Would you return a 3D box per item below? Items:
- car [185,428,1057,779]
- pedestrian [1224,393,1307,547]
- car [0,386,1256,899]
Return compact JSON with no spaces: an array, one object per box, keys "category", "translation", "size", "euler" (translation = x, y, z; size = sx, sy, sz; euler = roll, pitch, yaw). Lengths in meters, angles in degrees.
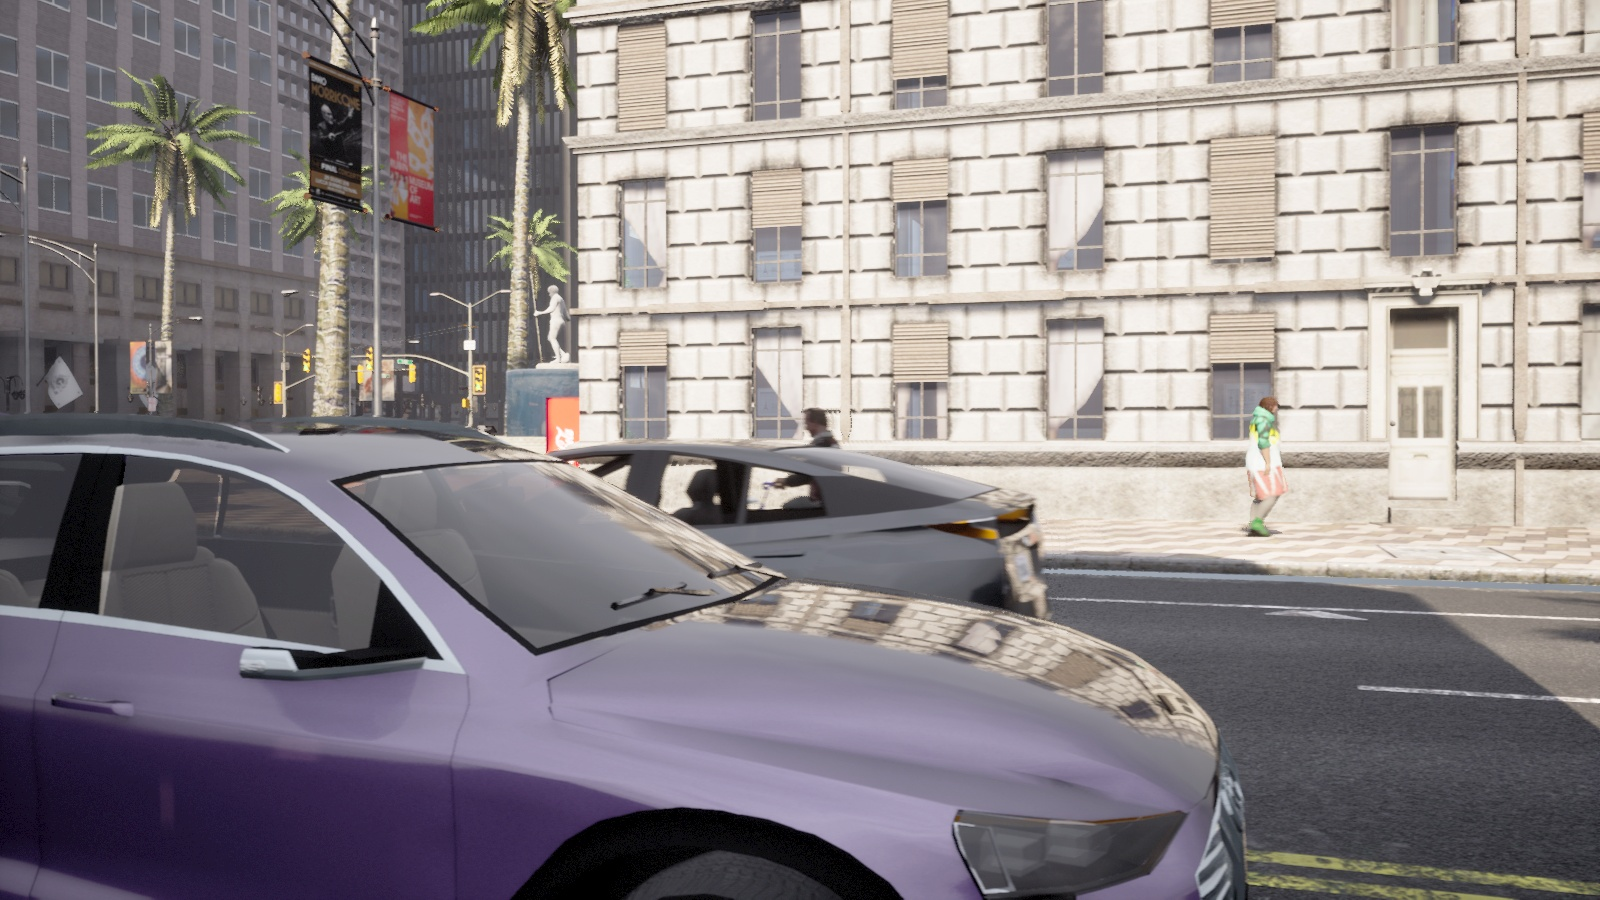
[{"category":"car","translation":[-0.946,0.650,7.194],"size":[4.514,1.525,2.007],"euler":[1,1,19]},{"category":"pedestrian","translation":[6.050,0.244,16.353],"size":[0.873,1.952,0.659],"euler":[0,1,9]},{"category":"car","translation":[-1.293,0.690,3.635],"size":[4.856,1.649,2.033],"euler":[1,1,19]}]
